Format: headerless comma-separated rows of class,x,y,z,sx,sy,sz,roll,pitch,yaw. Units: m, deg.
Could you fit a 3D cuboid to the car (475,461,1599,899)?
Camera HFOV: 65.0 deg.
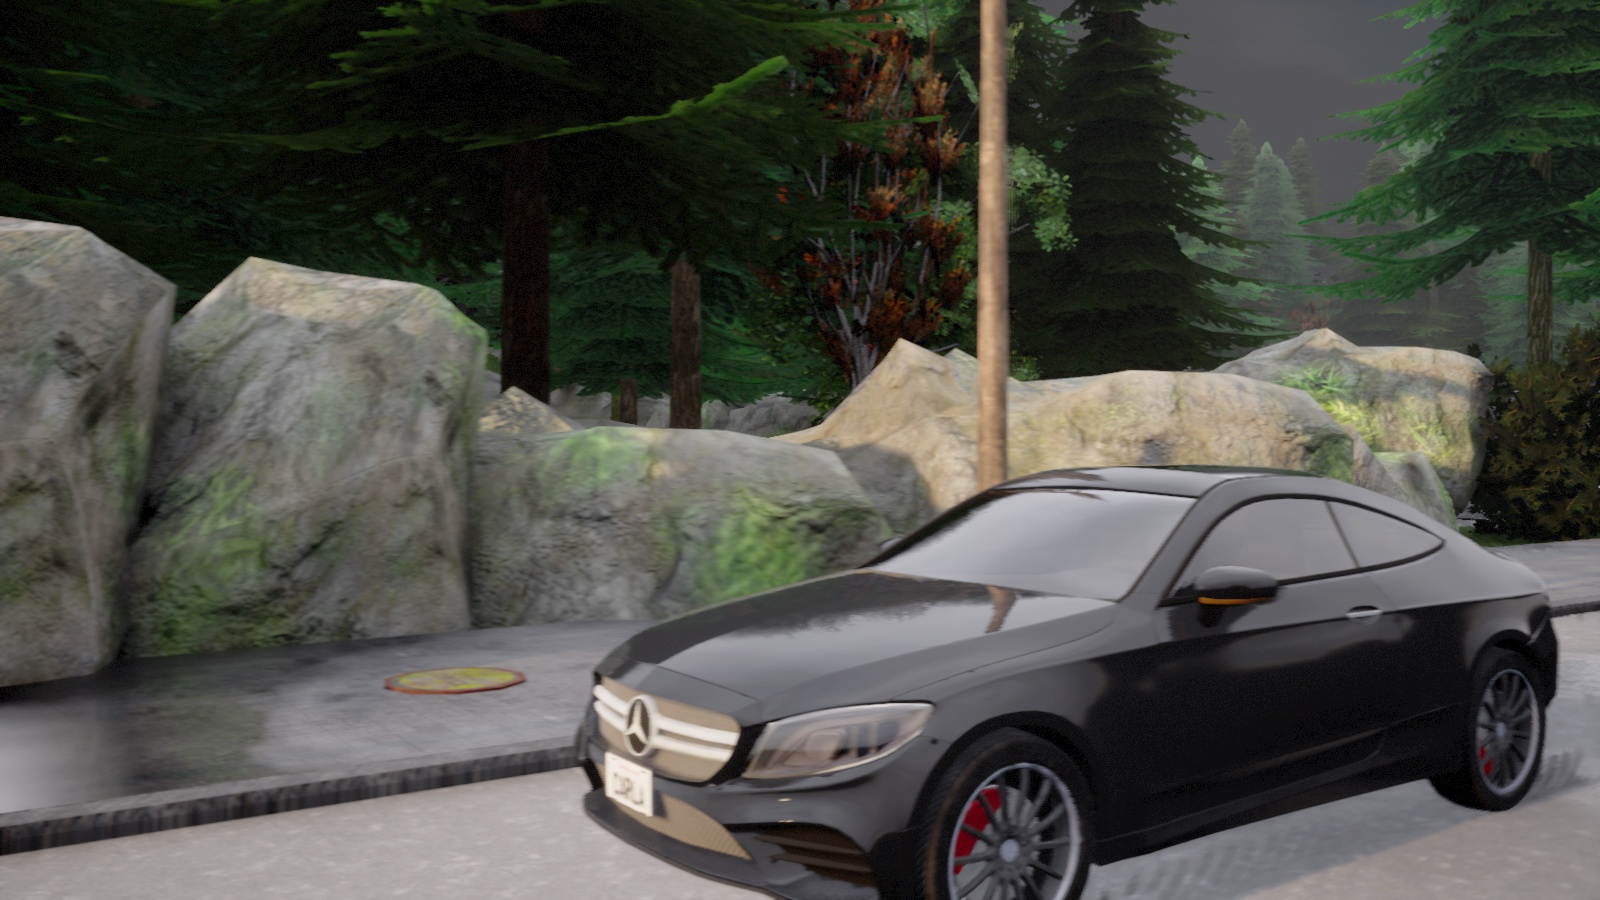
car,1.259,0.780,5.144,4.674,1.442,1.812,0,0,-35
